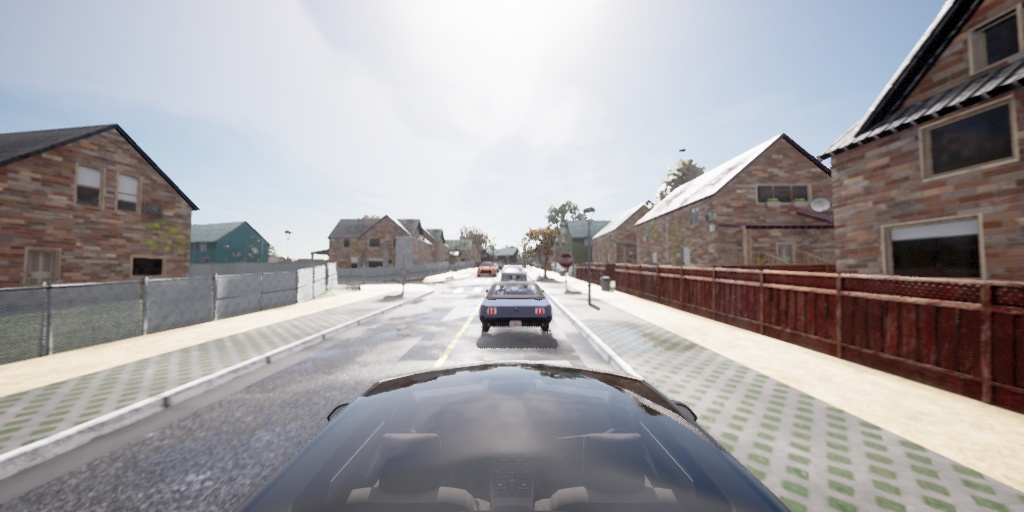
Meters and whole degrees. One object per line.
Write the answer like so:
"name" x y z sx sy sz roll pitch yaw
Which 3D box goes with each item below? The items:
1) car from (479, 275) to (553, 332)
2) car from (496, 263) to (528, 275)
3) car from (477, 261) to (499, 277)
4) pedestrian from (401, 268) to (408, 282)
"car" 0.095 1.430 11.190 1.895 1.301 4.718 0 -1 0
"car" 0.133 1.452 25.602 2.033 1.411 5.357 2 -1 0
"car" -2.867 1.492 41.724 2.097 1.767 4.553 0 -1 0
"pedestrian" -9.929 1.470 33.059 0.375 1.860 0.375 0 -2 5
